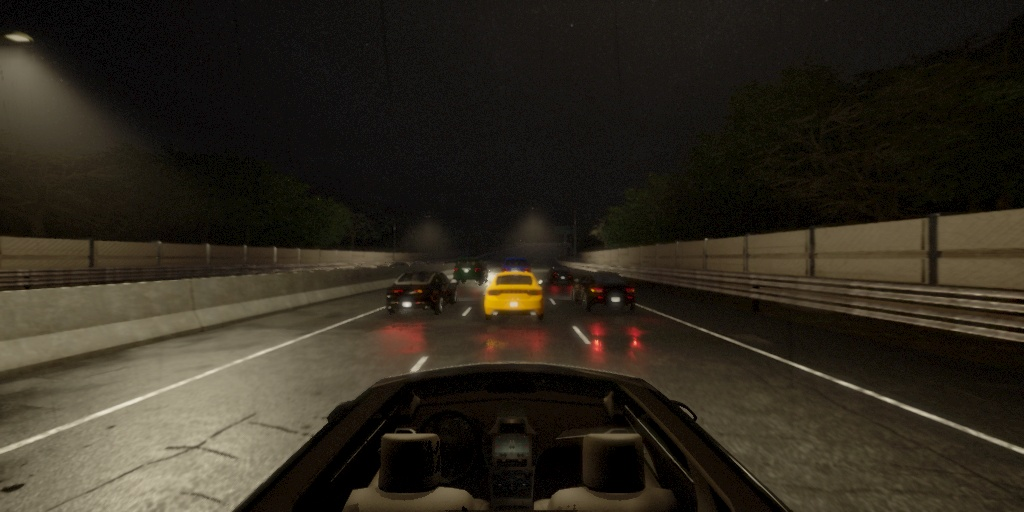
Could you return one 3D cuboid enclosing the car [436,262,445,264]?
[{"bbox_3d":[-12.427,1.750,61.311,1.812,1.442,4.674,0,0,4],"label":"car"}]

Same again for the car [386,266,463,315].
[{"bbox_3d":[-3.361,1.333,14.068,1.837,1.490,4.892,0,0,1],"label":"car"}]

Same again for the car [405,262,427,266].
[{"bbox_3d":[-15.925,1.714,61.420,2.128,1.511,4.902,0,0,4],"label":"car"}]

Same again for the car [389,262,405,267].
[{"bbox_3d":[-19.419,1.744,61.502,1.812,1.442,4.674,0,0,4],"label":"car"}]

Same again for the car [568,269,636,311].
[{"bbox_3d":[3.657,1.360,14.770,1.812,1.442,4.674,0,0,1],"label":"car"}]

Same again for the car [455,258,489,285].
[{"bbox_3d":[-3.119,1.167,27.889,2.150,2.045,5.566,0,0,2],"label":"car"}]

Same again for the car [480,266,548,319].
[{"bbox_3d":[0.119,1.299,13.116,1.882,1.535,5.008,0,0,1],"label":"car"}]

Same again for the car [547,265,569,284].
[{"bbox_3d":[3.943,1.488,29.550,1.812,1.442,4.674,0,0,2],"label":"car"}]

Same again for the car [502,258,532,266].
[{"bbox_3d":[0.376,1.168,27.729,2.150,2.045,5.566,0,0,2],"label":"car"}]
